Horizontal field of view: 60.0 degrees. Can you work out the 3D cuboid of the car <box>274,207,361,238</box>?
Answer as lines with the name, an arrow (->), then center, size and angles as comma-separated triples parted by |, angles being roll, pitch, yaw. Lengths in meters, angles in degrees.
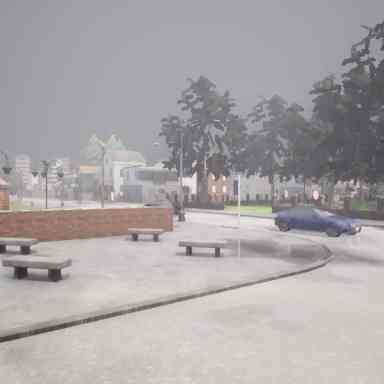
car -> 6.561, 1.526, 17.871 | 1.812, 1.442, 4.674 | 0, 0, -37

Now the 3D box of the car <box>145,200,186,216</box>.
car -> -2.500, 1.477, 30.436 | 1.882, 1.535, 5.008 | 0, 0, -35
